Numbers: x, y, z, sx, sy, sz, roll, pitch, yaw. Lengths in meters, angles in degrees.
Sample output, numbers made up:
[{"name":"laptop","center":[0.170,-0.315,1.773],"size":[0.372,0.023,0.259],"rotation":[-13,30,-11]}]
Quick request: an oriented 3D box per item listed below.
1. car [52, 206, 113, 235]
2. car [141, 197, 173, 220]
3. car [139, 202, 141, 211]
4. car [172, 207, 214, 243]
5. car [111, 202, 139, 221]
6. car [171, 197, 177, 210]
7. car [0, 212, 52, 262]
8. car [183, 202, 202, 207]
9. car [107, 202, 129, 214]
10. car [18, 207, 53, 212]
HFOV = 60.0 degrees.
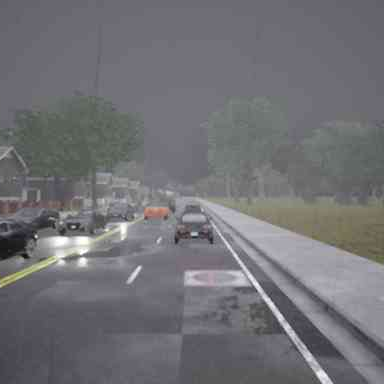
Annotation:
[{"name":"car","center":[-6.561,1.772,20.419],"size":[1.994,1.385,4.181],"rotation":[0,-1,1]},{"name":"car","center":[-3.268,1.673,31.658],"size":[2.097,1.767,4.553],"rotation":[0,-1,0]},{"name":"car","center":[-6.524,2.020,44.218],"size":[1.812,1.442,4.674],"rotation":[0,-1,0]},{"name":"car","center":[0.094,1.699,16.971],"size":[1.812,1.442,4.674],"rotation":[0,-1,0]},{"name":"car","center":[-6.530,1.818,30.807],"size":[1.837,1.490,4.892],"rotation":[0,-1,1]},{"name":"car","center":[-3.249,1.674,44.341],"size":[2.150,2.045,5.566],"rotation":[0,0,0]},{"name":"car","center":[-6.596,1.598,10.416],"size":[2.128,1.511,4.902],"rotation":[0,-1,0]},{"name":"car","center":[0.079,1.892,38.151],"size":[1.837,1.490,4.892],"rotation":[0,-1,0]},{"name":"car","center":[-9.774,2.060,44.217],"size":[1.994,1.385,4.181],"rotation":[0,-1,0]},{"name":"car","center":[-9.805,1.701,20.615],"size":[2.128,1.511,4.902],"rotation":[0,-1,1]}]
